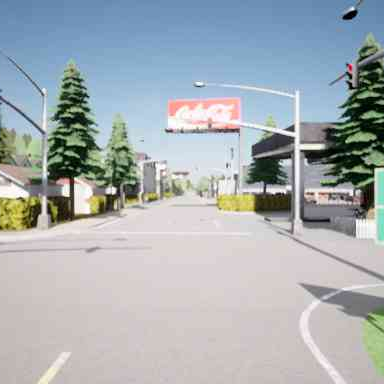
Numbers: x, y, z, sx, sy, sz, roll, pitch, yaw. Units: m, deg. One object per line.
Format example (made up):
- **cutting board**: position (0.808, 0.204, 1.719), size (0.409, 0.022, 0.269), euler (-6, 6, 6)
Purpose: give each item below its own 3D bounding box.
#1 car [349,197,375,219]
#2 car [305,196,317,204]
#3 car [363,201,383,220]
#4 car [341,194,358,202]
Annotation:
- **car**: position (14.356, 1.500, 24.998), size (3.866, 1.878, 1.905), euler (0, 0, 0)
- **car**: position (22.470, 1.542, 64.069), size (1.970, 1.475, 3.806), euler (0, 0, 0)
- **car**: position (18.679, 1.667, 30.670), size (4.611, 1.667, 2.242), euler (0, 0, 0)
- **car**: position (34.870, 1.478, 71.866), size (2.007, 1.523, 4.514), euler (0, 0, 0)
